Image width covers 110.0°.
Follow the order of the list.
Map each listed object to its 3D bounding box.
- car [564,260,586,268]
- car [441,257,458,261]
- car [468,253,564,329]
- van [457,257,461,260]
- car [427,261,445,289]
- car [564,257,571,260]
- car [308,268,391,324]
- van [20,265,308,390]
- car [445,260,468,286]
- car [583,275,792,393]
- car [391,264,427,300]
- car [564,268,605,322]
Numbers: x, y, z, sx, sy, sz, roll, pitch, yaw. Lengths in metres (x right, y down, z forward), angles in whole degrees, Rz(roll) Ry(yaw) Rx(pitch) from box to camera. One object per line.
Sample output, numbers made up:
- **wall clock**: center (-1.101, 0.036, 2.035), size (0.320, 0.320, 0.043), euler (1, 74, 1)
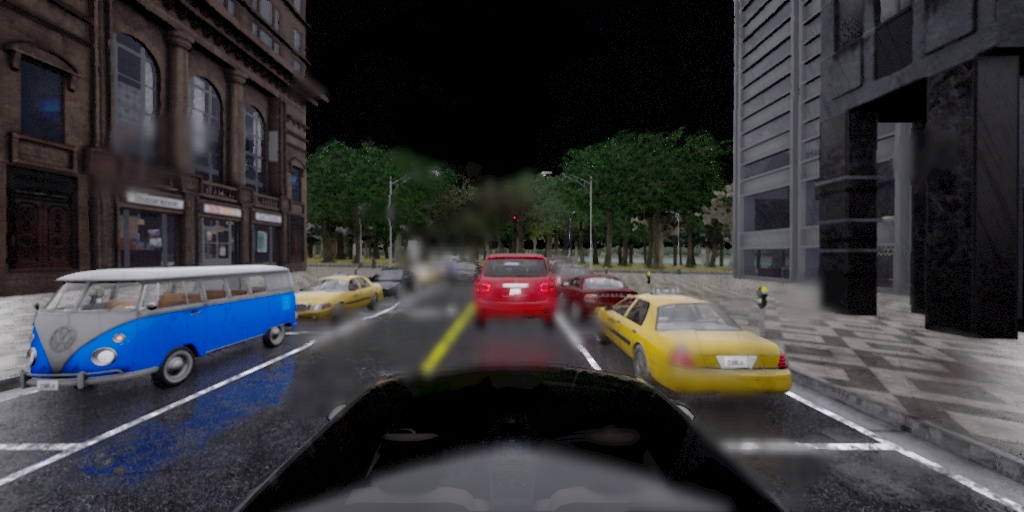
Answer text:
- **car**: center (2.761, 1.135, 17.427), size (1.967, 1.591, 4.097), euler (0, 0, 0)
- **car**: center (-5.766, 1.100, 28.301), size (1.967, 1.591, 4.097), euler (0, 0, 0)
- **car**: center (0.102, 0.939, 11.243), size (2.150, 2.045, 5.566), euler (0, 0, 0)
- **van**: center (-5.766, 0.984, 33.739), size (1.690, 1.789, 3.998), euler (0, 0, 0)
- **car**: center (-5.765, 1.203, 22.694), size (1.751, 1.417, 4.829), euler (0, 0, 0)
- **car**: center (2.760, 0.992, 22.865), size (2.192, 1.841, 5.009), euler (0, 0, 0)
- **car**: center (-5.764, 1.240, 11.819), size (1.751, 1.417, 4.829), euler (0, 0, 0)
- **van**: center (-5.764, 1.074, 6.551), size (1.690, 1.789, 3.998), euler (0, 0, 0)
- **car**: center (-3.064, 1.180, 24.382), size (1.837, 1.490, 4.892), euler (0, 0, 0)
- **car**: center (2.761, 1.258, 6.722), size (1.751, 1.417, 4.829), euler (0, 0, 0)
- **car**: center (-5.765, 1.262, 17.426), size (1.948, 1.339, 4.313), euler (0, 0, 0)
- **car**: center (2.761, 1.259, 11.990), size (1.888, 1.381, 4.507), euler (0, 0, 0)
